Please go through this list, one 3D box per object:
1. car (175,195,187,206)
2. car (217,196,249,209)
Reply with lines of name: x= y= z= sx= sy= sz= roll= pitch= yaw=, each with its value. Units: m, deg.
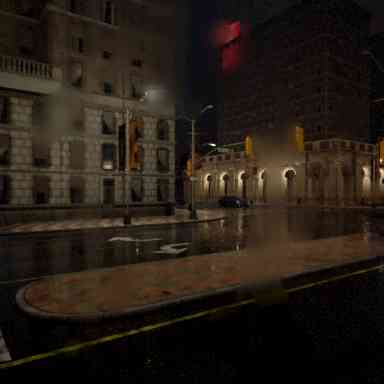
car: x=-2.685 y=1.564 z=55.705 sx=1.994 sy=1.385 sz=4.181 roll=0 pitch=0 yaw=-35
car: x=5.430 y=1.352 z=44.272 sx=2.097 sy=1.767 sz=4.553 roll=0 pitch=0 yaw=-35
